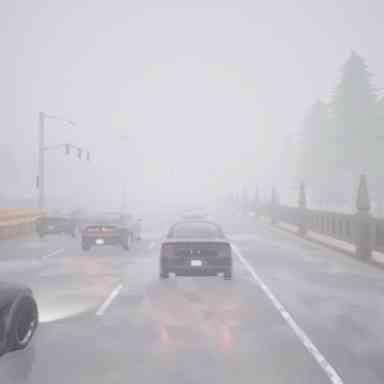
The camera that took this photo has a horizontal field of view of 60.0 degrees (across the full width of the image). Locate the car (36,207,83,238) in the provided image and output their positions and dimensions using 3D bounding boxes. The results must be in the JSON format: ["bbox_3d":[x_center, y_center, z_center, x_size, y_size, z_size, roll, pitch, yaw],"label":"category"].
[{"bbox_3d":[-6.945,1.606,18.731,1.882,1.535,5.008,0,0,-1],"label":"car"}]

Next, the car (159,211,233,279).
[{"bbox_3d":[0.096,1.548,10.266,1.882,1.535,5.008,0,-1,0],"label":"car"}]

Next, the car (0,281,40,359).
[{"bbox_3d":[-3.396,1.589,3.599,1.994,1.385,4.181,0,0,-1],"label":"car"}]

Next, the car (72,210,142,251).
[{"bbox_3d":[-3.410,1.606,14.706,1.837,1.490,4.892,0,0,0],"label":"car"}]

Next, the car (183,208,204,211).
[{"bbox_3d":[0.087,1.660,19.702,1.812,1.442,4.674,0,0,0],"label":"car"}]
